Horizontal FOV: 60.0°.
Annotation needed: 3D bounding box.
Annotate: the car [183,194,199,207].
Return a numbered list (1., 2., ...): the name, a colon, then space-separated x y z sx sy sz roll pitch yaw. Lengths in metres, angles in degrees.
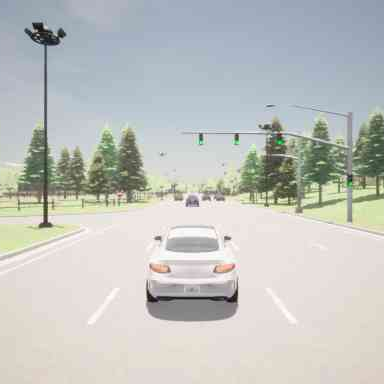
1. car: 0.075 1.352 51.979 2.097 1.767 4.553 0 0 0

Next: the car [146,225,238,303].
1. car: 0.018 1.526 8.106 1.812 1.442 4.674 0 0 0

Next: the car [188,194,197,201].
1. car: 0.120 1.348 83.009 2.097 1.767 4.553 0 0 0

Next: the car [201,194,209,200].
1. car: 3.634 1.372 93.037 2.033 1.411 5.357 0 0 0

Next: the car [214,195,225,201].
1. car: 7.119 1.517 82.612 2.128 1.511 4.902 0 0 0

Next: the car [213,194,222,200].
1. car: 7.134 1.385 93.032 1.994 1.385 4.181 0 0 0

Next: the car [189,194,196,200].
1. car: 0.134 1.332 93.042 1.837 1.490 4.892 0 0 0

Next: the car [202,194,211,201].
1. car: 3.620 1.348 83.004 2.097 1.767 4.553 0 0 0

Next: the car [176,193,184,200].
1. car: -3.366 1.187 93.017 2.097 1.767 4.553 0 0 0

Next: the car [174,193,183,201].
1. car: -3.380 1.544 83.010 1.994 1.385 4.181 0 0 0
